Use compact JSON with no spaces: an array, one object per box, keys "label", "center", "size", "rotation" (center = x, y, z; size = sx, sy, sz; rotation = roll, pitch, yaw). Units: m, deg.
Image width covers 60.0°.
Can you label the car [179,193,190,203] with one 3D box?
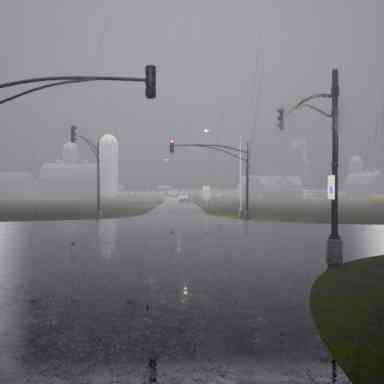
[{"label":"car","center":[-1.524,1.555,69.974],"size":[1.812,1.442,4.674],"rotation":[0,0,-3]}]

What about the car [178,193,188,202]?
[{"label":"car","center":[-2.110,1.192,80.009],"size":[2.150,2.045,5.566],"rotation":[0,0,-4]}]
